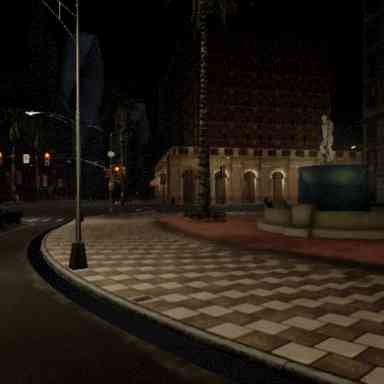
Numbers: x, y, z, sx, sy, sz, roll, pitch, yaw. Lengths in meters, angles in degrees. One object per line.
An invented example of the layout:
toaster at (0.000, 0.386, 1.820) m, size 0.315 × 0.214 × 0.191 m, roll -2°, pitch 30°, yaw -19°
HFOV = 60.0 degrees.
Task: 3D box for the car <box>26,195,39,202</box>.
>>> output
car at (-35.798, 1.511, 74.754) m, size 2.161 × 1.482 × 4.786 m, roll 0°, pitch 0°, yaw -11°

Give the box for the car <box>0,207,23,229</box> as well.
car at (-12.547, 1.615, 21.389) m, size 1.895 × 1.301 × 4.718 m, roll 0°, pitch 0°, yaw -10°
